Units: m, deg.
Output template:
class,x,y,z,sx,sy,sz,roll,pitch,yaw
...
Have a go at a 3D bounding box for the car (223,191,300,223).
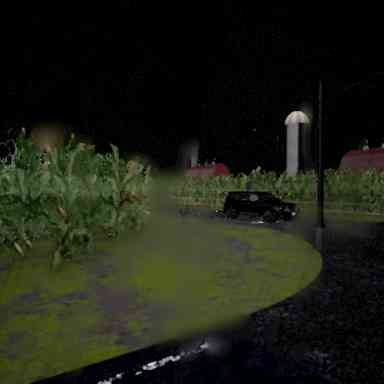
class,x,y,z,sx,sy,sz,roll,pitch,yaw
car,4.524,0.960,22.580,2.150,2.045,5.566,1,0,-39
